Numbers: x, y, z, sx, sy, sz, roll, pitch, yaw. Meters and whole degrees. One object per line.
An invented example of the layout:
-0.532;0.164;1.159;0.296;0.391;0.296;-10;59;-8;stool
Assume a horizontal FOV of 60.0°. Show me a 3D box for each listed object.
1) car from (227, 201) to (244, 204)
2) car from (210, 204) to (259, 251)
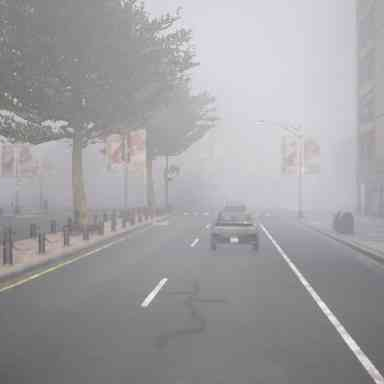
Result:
3.777;1.484;29.041;1.882;1.535;5.008;0;0;8;car
1.816;1.494;14.169;2.128;1.511;4.902;0;0;8;car
